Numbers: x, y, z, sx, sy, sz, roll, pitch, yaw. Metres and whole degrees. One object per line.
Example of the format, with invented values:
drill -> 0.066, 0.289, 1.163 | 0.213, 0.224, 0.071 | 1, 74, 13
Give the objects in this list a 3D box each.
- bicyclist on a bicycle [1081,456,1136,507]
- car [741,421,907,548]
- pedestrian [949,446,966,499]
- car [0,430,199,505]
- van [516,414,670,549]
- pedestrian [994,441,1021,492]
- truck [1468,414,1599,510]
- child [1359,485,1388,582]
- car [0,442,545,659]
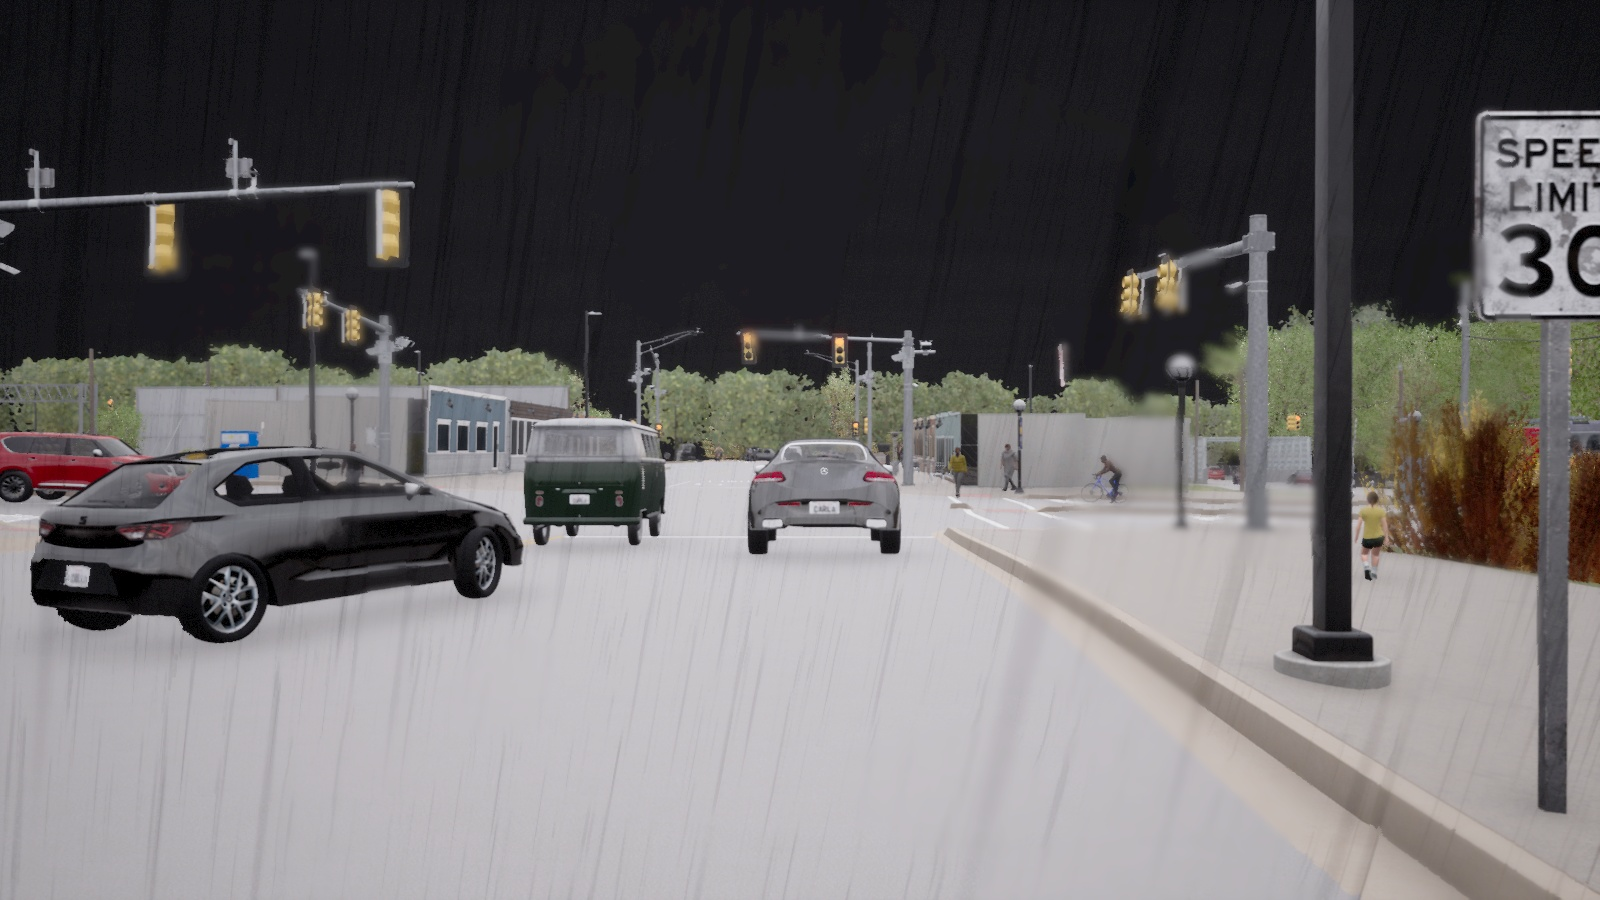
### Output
bicyclist on a bicycle -> 10.252, 1.045, 41.786 | 1.656, 1.620, 0.582 | 1, 0, 0
car -> 0.351, 0.497, 18.882 | 2.152, 1.651, 5.027 | 0, -1, 1
pedestrian -> 5.522, 0.784, 44.037 | 0.431, 1.840, 0.709 | 0, 1, 20
car -> -21.003, 0.488, 36.900 | 5.566, 2.045, 2.150 | 1, 0, -3
van -> -3.281, 0.499, 20.730 | 1.775, 1.987, 4.442 | 0, -1, 0
pedestrian -> 8.058, 0.643, 48.766 | 0.873, 1.952, 0.659 | -1, 1, -44
truck -> 32.459, 0.559, 54.748 | 2.891, 3.827, 8.468 | -1, -1, 6
child -> 6.789, 0.983, 14.873 | 0.255, 1.110, 0.394 | 0, 1, 17
car -> -4.331, 0.693, 11.057 | 1.816, 1.474, 4.193 | 0, 1, 28
